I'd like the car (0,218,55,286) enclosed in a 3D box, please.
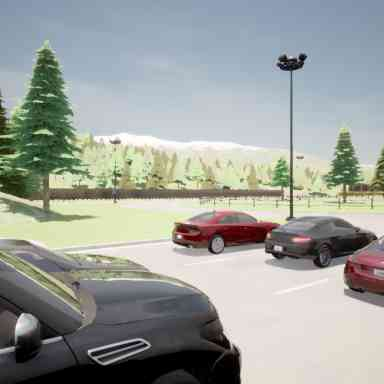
[{"bbox_3d":[-6.009,1.526,8.056,4.674,1.442,1.812,0,0,-35],"label":"car"}]

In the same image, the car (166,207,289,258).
[{"bbox_3d":[1.566,1.478,13.517,5.008,1.535,1.882,0,0,-35],"label":"car"}]

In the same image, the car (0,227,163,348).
[{"bbox_3d":[-3.329,1.547,5.672,5.357,1.411,2.033,0,0,-36],"label":"car"}]

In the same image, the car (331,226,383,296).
[{"bbox_3d":[5.386,1.564,7.651,4.181,1.385,1.994,0,0,-34],"label":"car"}]

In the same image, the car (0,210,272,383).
[{"bbox_3d":[-2.191,1.221,2.176,5.566,2.045,2.150,0,0,-36],"label":"car"}]

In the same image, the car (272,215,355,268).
[{"bbox_3d":[4.458,1.526,11.272,4.674,1.442,1.812,0,0,-35],"label":"car"}]
